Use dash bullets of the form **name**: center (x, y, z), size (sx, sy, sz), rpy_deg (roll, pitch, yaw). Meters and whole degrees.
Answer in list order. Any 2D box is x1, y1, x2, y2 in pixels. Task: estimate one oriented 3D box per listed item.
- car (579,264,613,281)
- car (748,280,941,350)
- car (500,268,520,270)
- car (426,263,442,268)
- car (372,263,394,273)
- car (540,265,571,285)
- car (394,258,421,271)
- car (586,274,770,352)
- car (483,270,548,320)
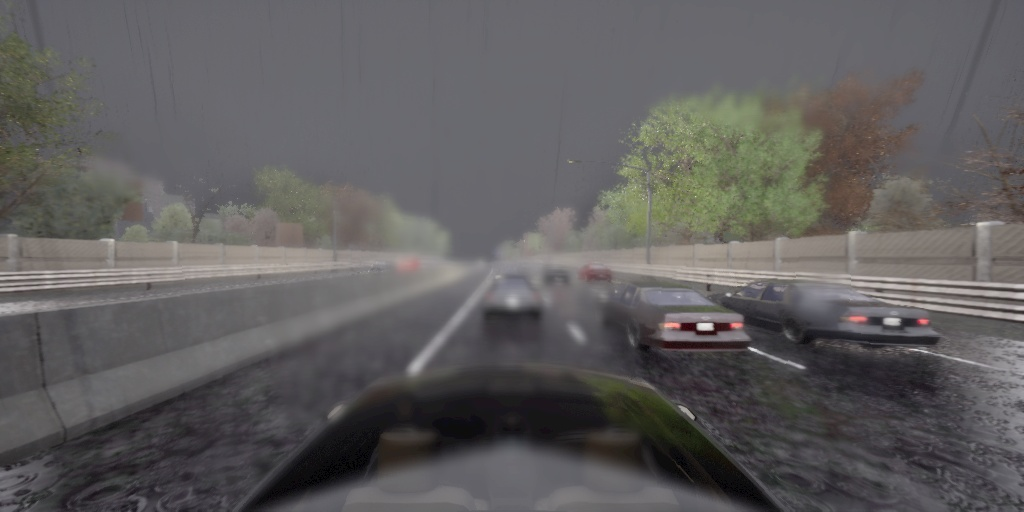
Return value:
- **car**: center (6.841, 1.419, 29.494), size (1.882, 1.535, 5.008), rpy_deg (0, 0, -1)
- **car**: center (7.039, 1.319, 9.129), size (2.033, 1.411, 5.357), rpy_deg (2, -1, 0)
- **car**: center (-0.125, 1.522, 26.392), size (1.895, 1.301, 4.718), rpy_deg (0, 0, 0)
- **car**: center (-11.306, 1.664, 52.168), size (1.994, 1.385, 4.181), rpy_deg (0, 0, -1)
- **car**: center (-18.292, 1.642, 51.453), size (2.033, 1.411, 5.357), rpy_deg (0, 0, -1)
- **car**: center (3.360, 1.438, 27.984), size (1.837, 1.490, 4.892), rpy_deg (0, 0, -1)
- **car**: center (-14.799, 1.319, 51.984), size (2.150, 2.045, 5.566), rpy_deg (0, 0, -1)
- **car**: center (3.520, 1.347, 9.031), size (2.033, 1.411, 5.357), rpy_deg (0, 0, 0)
- **car**: center (0.024, 1.392, 13.000), size (1.994, 1.385, 4.181), rpy_deg (0, 0, 0)
